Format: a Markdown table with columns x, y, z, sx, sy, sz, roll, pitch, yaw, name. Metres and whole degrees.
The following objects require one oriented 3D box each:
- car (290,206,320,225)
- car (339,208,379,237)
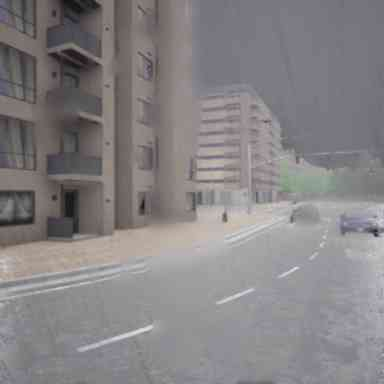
| x | y | z | sx | sy | sz | roll | pitch | yaw | name |
| --- | --- | --- | --- | --- | --- | --- | --- | --- | --- |
| 9.138 | 1.805 | 26.696 | 1.994 | 1.385 | 4.181 | -1 | -1 | 25 | car |
| 9.607 | 1.685 | 19.253 | 1.812 | 1.442 | 4.674 | -1 | -1 | 24 | car |
